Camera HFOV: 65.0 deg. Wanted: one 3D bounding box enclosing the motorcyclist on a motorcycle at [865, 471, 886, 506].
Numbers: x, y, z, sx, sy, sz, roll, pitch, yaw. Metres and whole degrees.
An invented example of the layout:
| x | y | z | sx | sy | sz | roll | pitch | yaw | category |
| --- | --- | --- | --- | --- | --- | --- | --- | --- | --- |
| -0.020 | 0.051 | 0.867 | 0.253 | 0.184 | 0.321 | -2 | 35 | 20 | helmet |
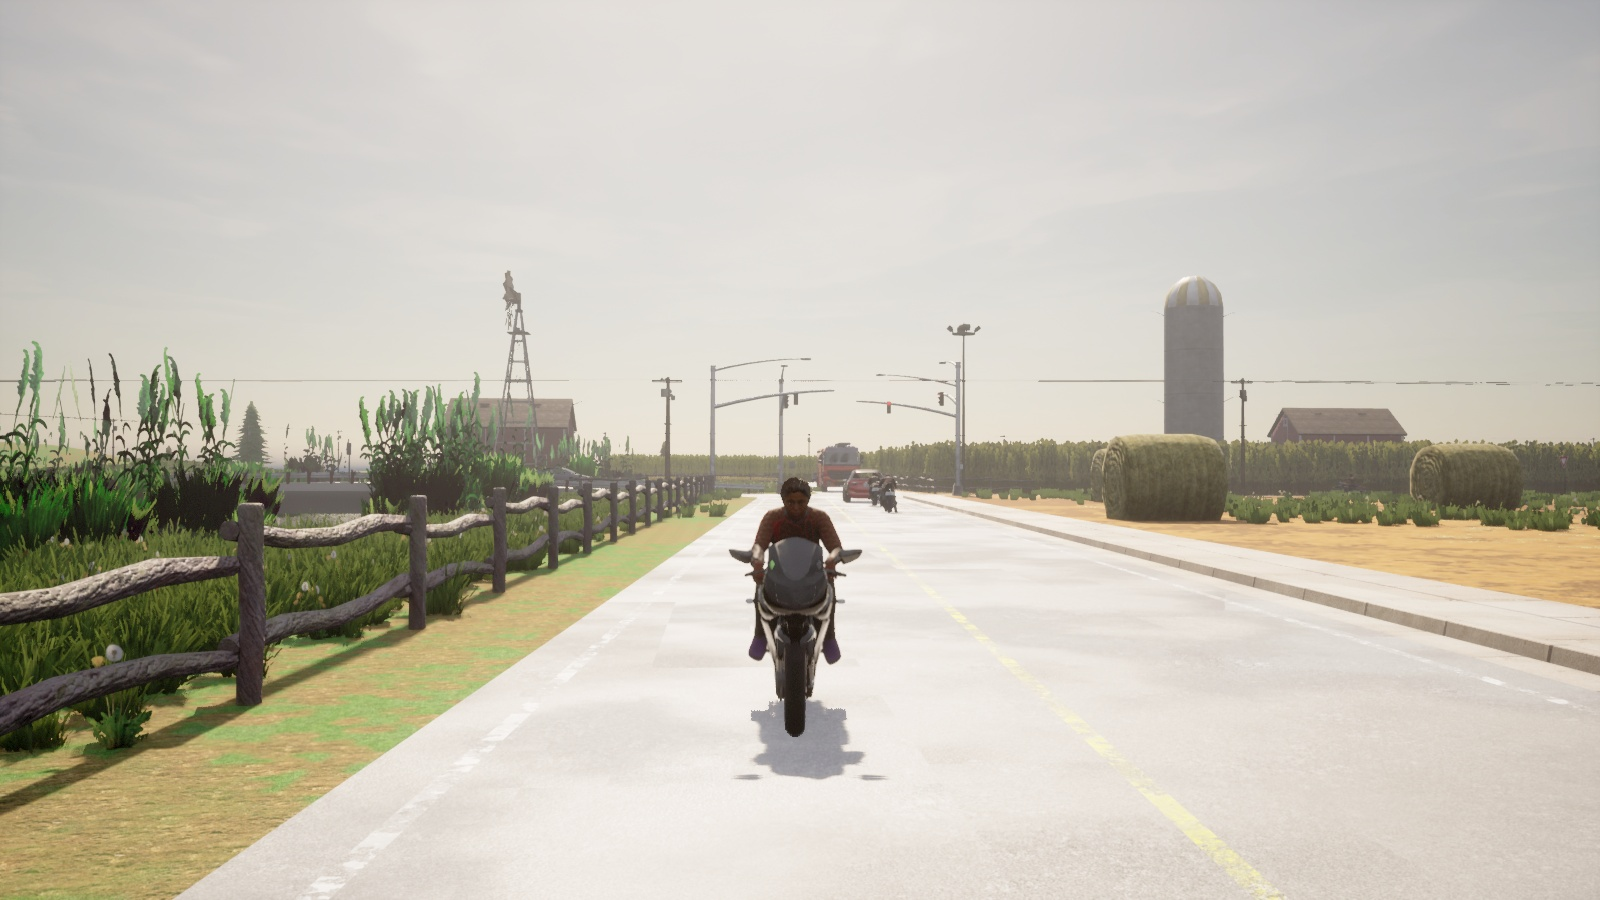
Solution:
| x | y | z | sx | sy | sz | roll | pitch | yaw | category |
| --- | --- | --- | --- | --- | --- | --- | --- | --- | --- |
| 3.357 | 1.726 | 56.252 | 0.797 | 1.523 | 2.044 | 0 | -1 | 0 | motorcyclist on a motorcycle |

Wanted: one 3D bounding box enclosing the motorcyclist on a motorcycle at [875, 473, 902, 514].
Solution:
| x | y | z | sx | sy | sz | roll | pitch | yaw | category |
| --- | --- | --- | --- | --- | --- | --- | --- | --- | --- |
| 3.378 | 1.640 | 47.979 | 0.866 | 1.530 | 2.191 | 0 | -1 | 0 | motorcyclist on a motorcycle |

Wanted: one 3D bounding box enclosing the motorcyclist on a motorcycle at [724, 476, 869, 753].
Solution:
| x | y | z | sx | sy | sz | roll | pitch | yaw | category |
| --- | --- | --- | --- | --- | --- | --- | --- | --- | --- |
| -0.021 | 0.931 | 7.980 | 0.797 | 1.523 | 2.044 | 0 | -1 | 0 | motorcyclist on a motorcycle |

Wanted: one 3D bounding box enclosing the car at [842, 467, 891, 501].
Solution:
| x | y | z | sx | sy | sz | roll | pitch | yaw | category |
| --- | --- | --- | --- | --- | --- | --- | --- | --- | --- |
| 3.340 | 1.719 | 64.063 | 2.242 | 1.667 | 4.611 | 0 | -1 | 0 | car |

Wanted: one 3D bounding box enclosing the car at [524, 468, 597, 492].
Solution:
| x | y | z | sx | sy | sz | roll | pitch | yaw | category |
| --- | --- | --- | --- | --- | --- | --- | --- | --- | --- |
| -15.365 | 1.918 | 80.726 | 4.181 | 1.385 | 1.994 | 2 | -1 | 3 | car |

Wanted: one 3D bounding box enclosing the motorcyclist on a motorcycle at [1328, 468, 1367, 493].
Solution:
| x | y | z | sx | sy | sz | roll | pitch | yaw | category |
| --- | --- | --- | --- | --- | --- | --- | --- | --- | --- |
| 37.137 | 2.079 | 85.210 | 2.350 | 1.649 | 0.766 | 0 | -1 | -3 | motorcyclist on a motorcycle |
